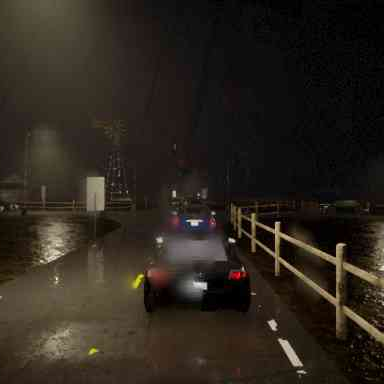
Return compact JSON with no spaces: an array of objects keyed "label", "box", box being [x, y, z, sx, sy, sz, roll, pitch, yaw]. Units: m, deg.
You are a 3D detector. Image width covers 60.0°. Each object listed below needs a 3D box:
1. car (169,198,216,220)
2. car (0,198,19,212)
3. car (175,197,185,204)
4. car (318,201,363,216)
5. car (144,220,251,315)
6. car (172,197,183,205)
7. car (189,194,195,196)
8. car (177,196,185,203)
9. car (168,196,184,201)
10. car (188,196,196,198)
[{"label":"car","box":[0.104,1.380,16.321,2.097,1.767,4.553,0,0,0]},{"label":"car","box":[-20.292,1.292,34.000,4.892,1.490,1.837,1,-2,0]},{"label":"car","box":[-2.709,1.879,75.151,1.994,1.385,4.181,0,0,0]},{"label":"car","box":[16.698,1.737,37.613,4.553,1.767,2.097,1,-2,0]},{"label":"car","box":[0.101,1.573,7.678,1.994,1.385,4.181,0,0,0]},{"label":"car","box":[-2.757,1.731,65.200,1.882,1.535,5.008,0,0,1]},{"label":"car","box":[0.049,1.684,75.398,2.097,1.767,4.553,0,0,0]},{"label":"car","box":[-2.700,1.883,85.280,1.882,1.535,5.008,0,0,0]},{"label":"car","box":[-2.813,1.681,55.396,2.128,1.511,4.902,0,0,0]},{"label":"car","box":[0.293,1.681,49.793,1.812,1.442,4.674,0,0,-5]}]
